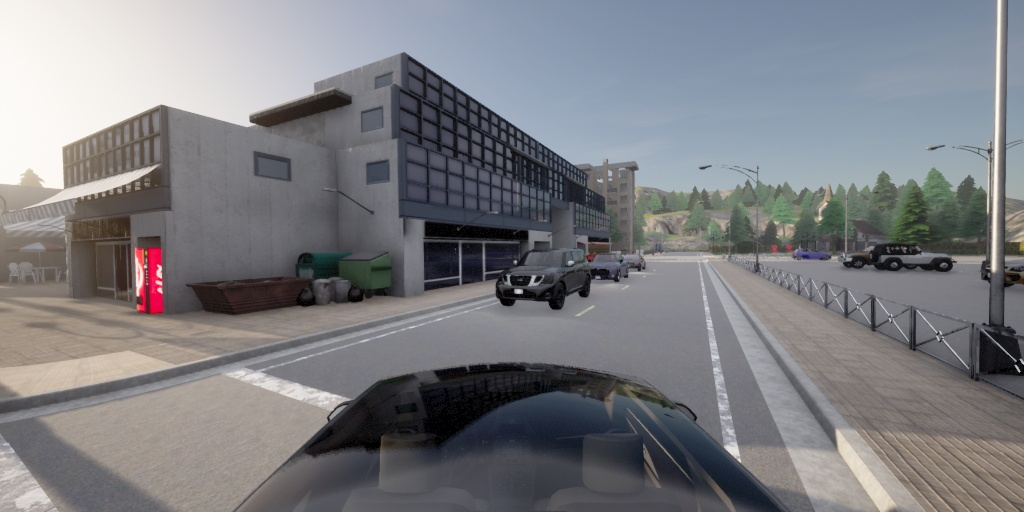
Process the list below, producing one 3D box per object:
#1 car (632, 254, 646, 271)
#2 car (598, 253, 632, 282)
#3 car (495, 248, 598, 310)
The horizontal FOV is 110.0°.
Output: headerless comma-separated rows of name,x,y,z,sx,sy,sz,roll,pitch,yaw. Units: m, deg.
car,10.653,0.521,31.729,1.812,1.442,4.674,0,1,27
car,5.969,0.601,22.632,2.097,1.767,4.553,0,1,27
car,1.470,0.715,13.885,2.150,2.045,5.566,0,1,27
